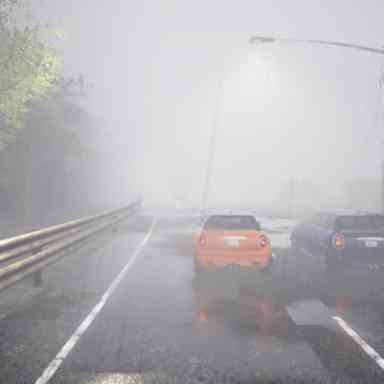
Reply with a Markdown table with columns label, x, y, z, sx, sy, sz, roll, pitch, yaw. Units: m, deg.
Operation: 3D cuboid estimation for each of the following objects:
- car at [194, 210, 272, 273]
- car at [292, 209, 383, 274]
| label | x | y | z | sx | sy | sz | roll | pitch | yaw |
| --- | --- | --- | --- | --- | --- | --- | --- | --- | --- |
| car | 1.180 | 1.344 | 10.787 | 2.097 | 1.767 | 4.553 | 0 | 0 | 3 |
| car | 4.675 | 1.340 | 10.596 | 2.097 | 1.767 | 4.553 | 0 | 0 | 3 |
